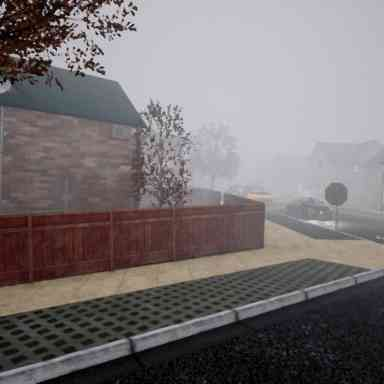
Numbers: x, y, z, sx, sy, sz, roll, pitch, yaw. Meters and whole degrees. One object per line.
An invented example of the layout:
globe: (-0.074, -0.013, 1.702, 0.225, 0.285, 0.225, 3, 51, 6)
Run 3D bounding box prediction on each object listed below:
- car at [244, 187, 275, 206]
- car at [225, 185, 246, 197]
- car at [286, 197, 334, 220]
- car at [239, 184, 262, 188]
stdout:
car: (7.199, 0.578, 34.808, 1.882, 1.535, 5.008, 1, 1, -4)
car: (6.236, 0.098, 50.726, 2.128, 1.511, 4.902, 1, 1, -3)
car: (7.972, 1.053, 22.809, 1.994, 1.385, 4.181, 1, 2, -4)
car: (9.151, -0.083, 50.305, 2.150, 2.045, 5.566, 1, 2, -4)
